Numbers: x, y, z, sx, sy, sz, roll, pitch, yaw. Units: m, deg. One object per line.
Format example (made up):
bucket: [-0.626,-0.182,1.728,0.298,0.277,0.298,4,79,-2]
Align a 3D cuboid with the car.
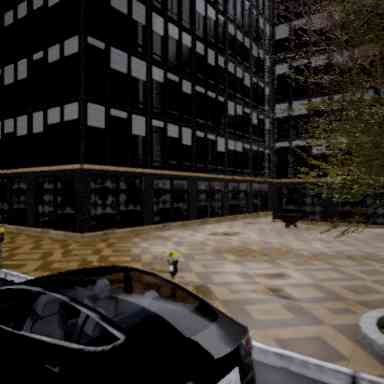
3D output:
car: [-1.400,1.545,3.837,4.313,1.339,1.947,0,0,36]
